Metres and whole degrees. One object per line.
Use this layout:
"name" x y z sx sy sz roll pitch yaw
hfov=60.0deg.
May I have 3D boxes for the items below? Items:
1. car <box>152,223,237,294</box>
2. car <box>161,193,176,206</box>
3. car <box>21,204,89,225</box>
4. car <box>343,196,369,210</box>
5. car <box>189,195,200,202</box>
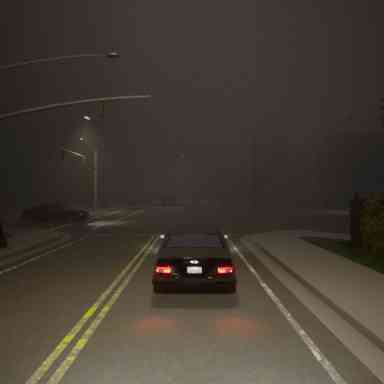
"car" 0.054 1.547 8.913 2.033 1.411 5.357 0 0 0
"car" -3.713 1.221 53.947 2.150 2.045 5.566 0 0 0
"car" -9.940 1.575 24.321 4.674 1.442 1.812 0 0 -1
"car" 20.133 1.306 38.833 4.553 1.767 2.097 0 0 -1
"car" 0.564 1.524 78.927 1.812 1.442 4.674 0 0 12
